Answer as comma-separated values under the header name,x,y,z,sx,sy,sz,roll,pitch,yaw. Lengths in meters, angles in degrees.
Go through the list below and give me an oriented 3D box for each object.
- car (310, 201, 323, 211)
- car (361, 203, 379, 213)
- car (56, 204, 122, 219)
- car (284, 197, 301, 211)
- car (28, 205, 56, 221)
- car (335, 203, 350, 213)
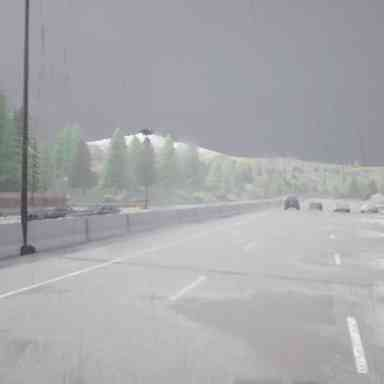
name,x,y,z,sx,sy,sz,roll,pitch,yaw
car,19.579,2.174,52.353,2.128,1.511,4.902,0,-1,22
car,24.865,2.204,46.716,1.812,1.442,4.674,0,-1,22
car,-6.940,1.656,23.906,2.128,1.511,4.902,0,-1,22
car,16.066,1.878,52.986,2.150,2.045,5.566,0,-1,22
car,-10.304,1.706,24.921,1.994,1.385,4.181,0,-1,22
car,21.155,2.246,46.858,1.895,1.301,4.718,0,-1,22
